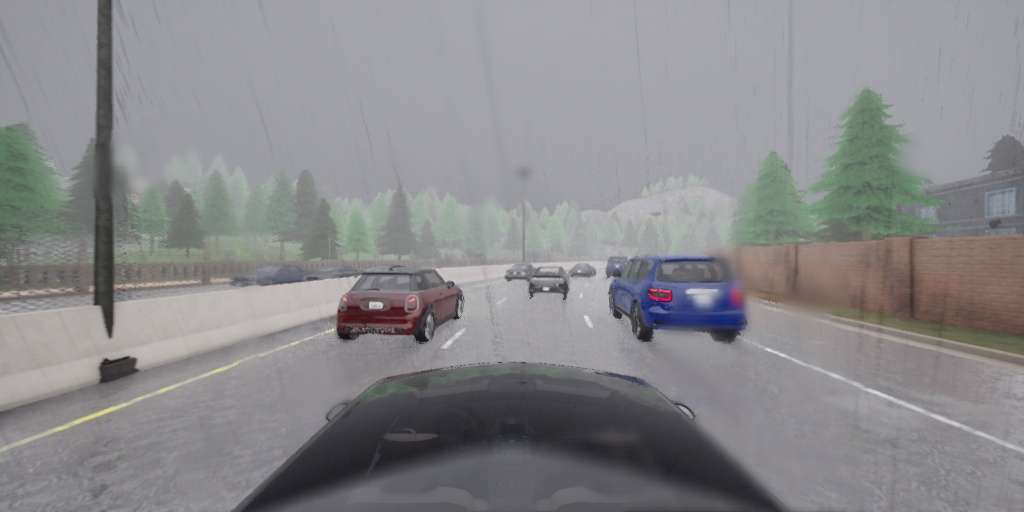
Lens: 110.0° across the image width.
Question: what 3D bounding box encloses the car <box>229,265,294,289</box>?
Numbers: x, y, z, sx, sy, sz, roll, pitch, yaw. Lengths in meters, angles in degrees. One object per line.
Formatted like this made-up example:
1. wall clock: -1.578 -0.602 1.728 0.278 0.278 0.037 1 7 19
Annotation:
1. car: -15.100 1.299 23.205 2.033 1.411 5.357 0 0 12

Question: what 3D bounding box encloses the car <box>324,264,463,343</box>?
1. car: -2.785 1.109 9.974 2.097 1.767 4.553 0 0 5

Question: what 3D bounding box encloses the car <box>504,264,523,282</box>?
1. car: 0.980 1.339 28.795 2.033 1.411 5.357 0 0 18

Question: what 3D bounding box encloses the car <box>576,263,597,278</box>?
1. car: 7.010 1.376 35.055 1.994 1.385 4.181 0 0 22

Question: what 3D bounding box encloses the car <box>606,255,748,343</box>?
1. car: 4.176 0.992 9.958 2.150 2.045 5.566 0 0 6

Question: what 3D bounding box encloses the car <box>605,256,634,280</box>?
1. car: 10.272 1.039 33.955 2.150 2.045 5.566 0 0 22

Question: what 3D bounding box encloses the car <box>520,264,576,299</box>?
1. car: 2.013 1.270 18.500 2.128 1.511 4.902 0 0 11

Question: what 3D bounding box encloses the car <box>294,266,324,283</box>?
1. car: -11.442 1.323 23.240 1.994 1.385 4.181 0 0 13
